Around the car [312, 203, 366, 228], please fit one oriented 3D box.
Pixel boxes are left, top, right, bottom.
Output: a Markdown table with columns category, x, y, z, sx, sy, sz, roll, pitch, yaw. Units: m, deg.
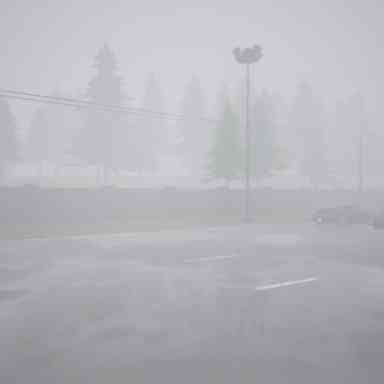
| category | x | y | z | sx | sy | sz | roll | pitch | yaw |
| --- | --- | --- | --- | --- | --- | --- | --- | --- | --- |
| car | 10.267 | 1.507 | 22.341 | 4.892 | 1.490 | 1.837 | 0 | 0 | -29 |

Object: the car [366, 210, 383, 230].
| category | x | y | z | sx | sy | sz | roll | pitch | yaw |
| --- | --- | --- | --- | --- | --- | --- | --- | --- | --- |
| car | 12.714 | 1.573 | 19.689 | 4.181 | 1.385 | 1.994 | 0 | 0 | -29 |
